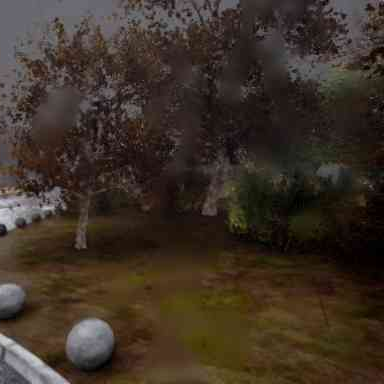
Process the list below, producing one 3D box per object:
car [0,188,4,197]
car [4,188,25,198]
[{"bbox_3d":[-27.892,0.240,43.995,1.946,1.575,5.366,0,3,3],"label":"car"},{"bbox_3d":[-27.630,-0.051,49.506,1.946,1.575,5.366,0,3,3],"label":"car"}]
